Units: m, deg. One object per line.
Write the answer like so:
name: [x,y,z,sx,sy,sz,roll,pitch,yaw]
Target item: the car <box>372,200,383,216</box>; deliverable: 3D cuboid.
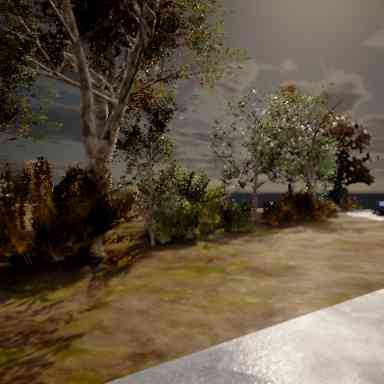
car: [20.146,1.651,34.705,1.882,1.535,5.008,0,1,21]
